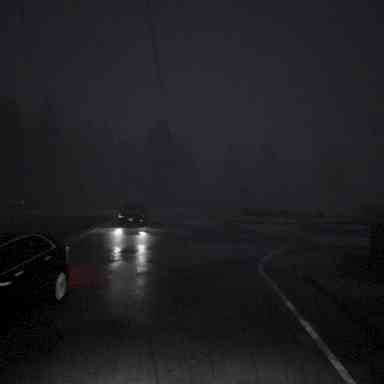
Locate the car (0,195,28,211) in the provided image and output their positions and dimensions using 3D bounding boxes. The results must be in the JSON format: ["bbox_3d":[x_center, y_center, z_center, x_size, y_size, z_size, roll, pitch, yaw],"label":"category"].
[{"bbox_3d":[-20.270,1.155,35.801,4.553,1.767,2.097,1,0,-18],"label":"car"}]

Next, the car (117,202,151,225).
[{"bbox_3d":[-3.917,1.482,23.037,1.837,1.490,4.892,1,0,-3],"label":"car"}]

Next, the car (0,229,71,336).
[{"bbox_3d":[-3.526,1.447,5.202,1.837,1.490,4.892,1,2,2],"label":"car"}]
